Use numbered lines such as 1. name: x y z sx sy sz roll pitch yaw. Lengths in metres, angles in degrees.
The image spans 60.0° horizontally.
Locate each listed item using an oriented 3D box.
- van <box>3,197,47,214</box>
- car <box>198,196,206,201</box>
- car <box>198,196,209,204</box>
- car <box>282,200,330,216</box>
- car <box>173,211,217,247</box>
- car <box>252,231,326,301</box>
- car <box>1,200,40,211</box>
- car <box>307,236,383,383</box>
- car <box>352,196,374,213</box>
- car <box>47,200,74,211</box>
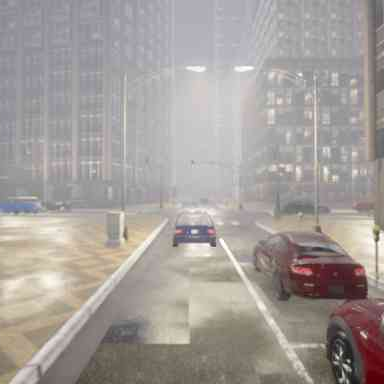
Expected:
1. van: -17.831 1.437 34.983 3.998 1.788 1.690 0 -1 14
2. car: 2.573 1.650 85.274 1.752 1.417 4.829 1 0 0
3. car: 2.573 1.652 68.413 1.947 1.339 4.313 1 0 0
4. car: 10.473 1.458 30.692 4.181 1.385 1.994 0 -1 5
5. car: 0.100 1.557 15.149 2.033 1.411 5.357 0 0 0
6. car: 2.576 1.585 8.009 1.802 1.307 4.206 1 0 0
7. car: -22.872 1.829 44.498 4.507 1.381 1.887 0 -1 14
8. car: 2.578 1.441 2.442 1.967 1.590 4.097 1 0 0
9. car: 19.546 1.235 34.843 5.009 1.841 2.192 0 -1 11
10. car: -17.455 1.789 43.149 4.403 1.369 2.008 0 -1 14
